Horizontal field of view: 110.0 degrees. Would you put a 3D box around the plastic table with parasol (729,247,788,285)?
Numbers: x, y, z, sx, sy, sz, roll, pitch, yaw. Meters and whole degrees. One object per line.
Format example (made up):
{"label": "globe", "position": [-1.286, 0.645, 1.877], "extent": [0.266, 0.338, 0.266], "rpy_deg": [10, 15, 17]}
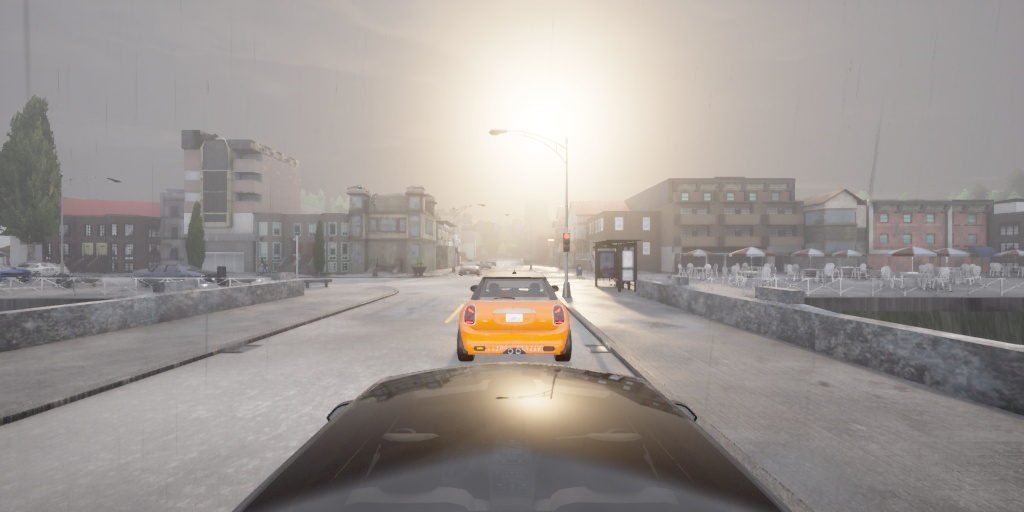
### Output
{"label": "plastic table with parasol", "position": [15.167, 0.675, 22.719], "extent": [2.482, 2.480, 2.482], "rpy_deg": [0, 0, 0]}

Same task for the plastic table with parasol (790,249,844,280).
{"label": "plastic table with parasol", "position": [22.897, 0.675, 27.509], "extent": [2.482, 2.480, 2.482], "rpy_deg": [0, 0, 0]}

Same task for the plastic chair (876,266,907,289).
{"label": "plastic chair", "position": [22.597, 1.279, 21.359], "extent": [0.730, 1.272, 0.750], "rpy_deg": [0, 0, 0]}

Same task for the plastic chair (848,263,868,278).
{"label": "plastic chair", "position": [29.897, 1.279, 30.859], "extent": [0.750, 1.272, 0.730], "rpy_deg": [0, 0, 0]}

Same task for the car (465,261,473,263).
{"label": "car", "position": [-4.101, 1.275, 35.692], "extent": [1.812, 1.442, 4.674], "rpy_deg": [0, 0, 0]}

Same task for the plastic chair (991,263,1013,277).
{"label": "plastic chair", "position": [45.497, 1.279, 33.358], "extent": [0.730, 1.272, 0.750], "rpy_deg": [0, 0, 0]}

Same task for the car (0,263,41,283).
{"label": "car", "position": [-38.378, 1.228, 26.213], "extent": [5.008, 1.535, 1.882], "rpy_deg": [0, 0, 0]}

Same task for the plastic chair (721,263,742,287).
{"label": "plastic chair", "position": [13.897, 1.279, 22.859], "extent": [0.730, 1.272, 0.750], "rpy_deg": [0, 0, 0]}

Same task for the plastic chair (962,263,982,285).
{"label": "plastic chair", "position": [30.497, 1.279, 23.859], "extent": [0.750, 1.272, 0.730], "rpy_deg": [0, 0, 0]}

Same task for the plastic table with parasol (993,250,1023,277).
{"label": "plastic table with parasol", "position": [46.697, 0.675, 33.238], "extent": [2.482, 2.480, 2.482], "rpy_deg": [0, 0, 0]}

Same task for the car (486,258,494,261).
{"label": "car", "position": [-4.100, 1.351, 54.048], "extent": [1.895, 1.301, 4.718], "rpy_deg": [0, 0, 0]}

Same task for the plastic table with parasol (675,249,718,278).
{"label": "plastic table with parasol", "position": [15.917, 0.675, 30.539], "extent": [2.482, 2.480, 2.482], "rpy_deg": [0, 0, 0]}

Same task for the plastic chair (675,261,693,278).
{"label": "plastic chair", "position": [14.697, 1.279, 30.659], "extent": [0.730, 1.272, 0.750], "rpy_deg": [0, 0, 0]}

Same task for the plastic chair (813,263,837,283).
{"label": "plastic chair", "position": [22.797, 1.279, 26.159], "extent": [0.750, 1.272, 0.730], "rpy_deg": [0, 0, 0]}

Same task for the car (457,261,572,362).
{"label": "car", "position": [0.060, 1.102, 8.397], "extent": [2.097, 1.767, 4.553], "rpy_deg": [0, 0, 1]}

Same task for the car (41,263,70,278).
{"label": "car", "position": [-40.504, 1.276, 30.418], "extent": [4.674, 1.442, 1.812], "rpy_deg": [0, 0, 0]}

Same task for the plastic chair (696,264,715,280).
{"label": "plastic chair", "position": [15.797, 1.279, 29.259], "extent": [0.750, 1.272, 0.730], "rpy_deg": [0, 0, 0]}

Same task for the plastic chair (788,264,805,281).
{"label": "plastic chair", "position": [21.697, 1.279, 27.559], "extent": [0.730, 1.272, 0.750], "rpy_deg": [0, 0, 0]}

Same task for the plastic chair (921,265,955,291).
{"label": "plastic chair", "position": [23.697, 1.279, 19.959], "extent": [0.750, 1.272, 0.730], "rpy_deg": [0, 0, 0]}

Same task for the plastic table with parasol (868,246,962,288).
{"label": "plastic table with parasol", "position": [23.797, 0.675, 21.309], "extent": [2.482, 2.480, 2.482], "rpy_deg": [0, 0, 0]}

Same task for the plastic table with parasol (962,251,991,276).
{"label": "plastic table with parasol", "position": [30.507, 0.675, 25.139], "extent": [2.482, 2.480, 2.482], "rpy_deg": [0, 0, 0]}

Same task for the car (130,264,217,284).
{"label": "car", "position": [-24.471, 1.297, 26.200], "extent": [5.357, 1.411, 2.033], "rpy_deg": [0, 0, 0]}

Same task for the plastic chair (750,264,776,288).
{"label": "plastic chair", "position": [14.997, 1.279, 21.459], "extent": [0.750, 1.272, 0.730], "rpy_deg": [0, 0, 0]}

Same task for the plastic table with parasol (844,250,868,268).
{"label": "plastic table with parasol", "position": [30.227, 0.675, 32.229], "extent": [2.482, 2.480, 2.482], "rpy_deg": [0, 0, 0]}

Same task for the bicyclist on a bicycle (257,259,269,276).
{"label": "bicyclist on a bicycle", "position": [-24.022, 1.099, 34.599], "extent": [0.582, 1.620, 1.656], "rpy_deg": [0, 0, 0]}
